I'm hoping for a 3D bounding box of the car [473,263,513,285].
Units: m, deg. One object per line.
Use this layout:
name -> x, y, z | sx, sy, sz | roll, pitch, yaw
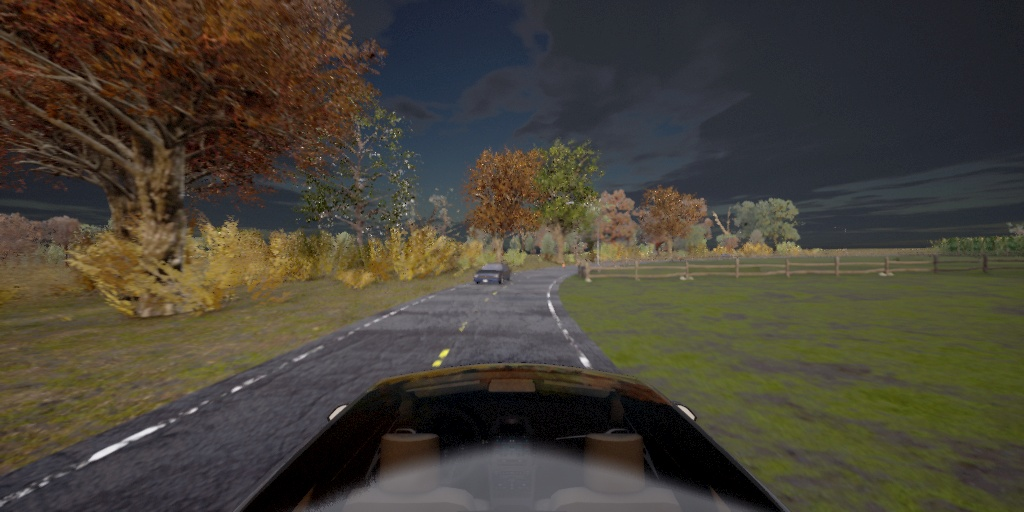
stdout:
car -> -1.213, 1.198, 25.515 | 2.033, 1.411, 5.357 | 0, 0, 11
